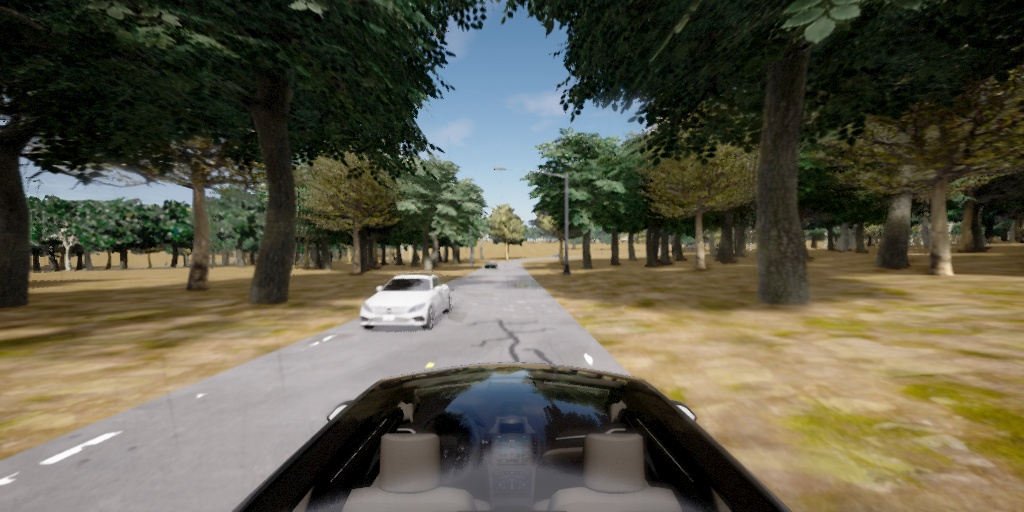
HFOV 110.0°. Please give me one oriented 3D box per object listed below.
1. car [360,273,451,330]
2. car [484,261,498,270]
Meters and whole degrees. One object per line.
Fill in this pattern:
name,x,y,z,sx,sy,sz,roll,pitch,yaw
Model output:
car,-3.099,1.297,11.346,1.812,1.442,4.674,0,0,0
car,-3.069,1.378,53.114,1.895,1.301,4.718,0,0,0
